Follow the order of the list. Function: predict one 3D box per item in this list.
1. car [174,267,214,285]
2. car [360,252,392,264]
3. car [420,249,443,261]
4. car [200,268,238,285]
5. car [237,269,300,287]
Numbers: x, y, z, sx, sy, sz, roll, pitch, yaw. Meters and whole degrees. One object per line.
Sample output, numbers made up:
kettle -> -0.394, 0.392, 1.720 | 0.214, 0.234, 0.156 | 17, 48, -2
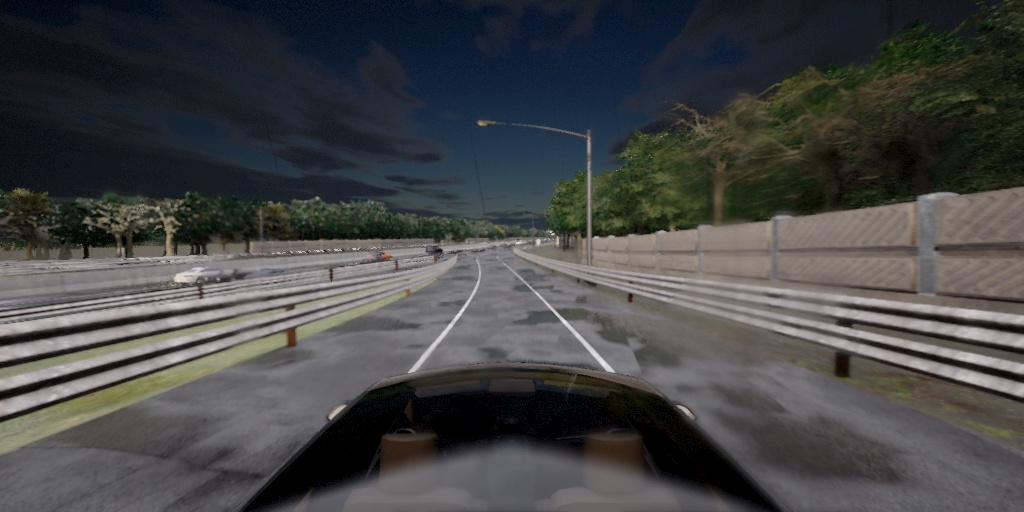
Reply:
car -> -26.824, 1.689, 31.621 | 1.812, 1.442, 4.674 | 0, 3, 13
car -> -18.985, 0.582, 50.380 | 2.033, 1.411, 5.357 | 0, 3, 13
car -> -13.365, 0.038, 59.341 | 2.033, 1.411, 5.357 | 0, 3, 13
car -> -23.404, 1.780, 30.878 | 1.895, 1.301, 4.718 | 0, 3, 13
car -> -19.997, 1.763, 30.076 | 1.994, 1.385, 4.181 | 0, 3, 13
